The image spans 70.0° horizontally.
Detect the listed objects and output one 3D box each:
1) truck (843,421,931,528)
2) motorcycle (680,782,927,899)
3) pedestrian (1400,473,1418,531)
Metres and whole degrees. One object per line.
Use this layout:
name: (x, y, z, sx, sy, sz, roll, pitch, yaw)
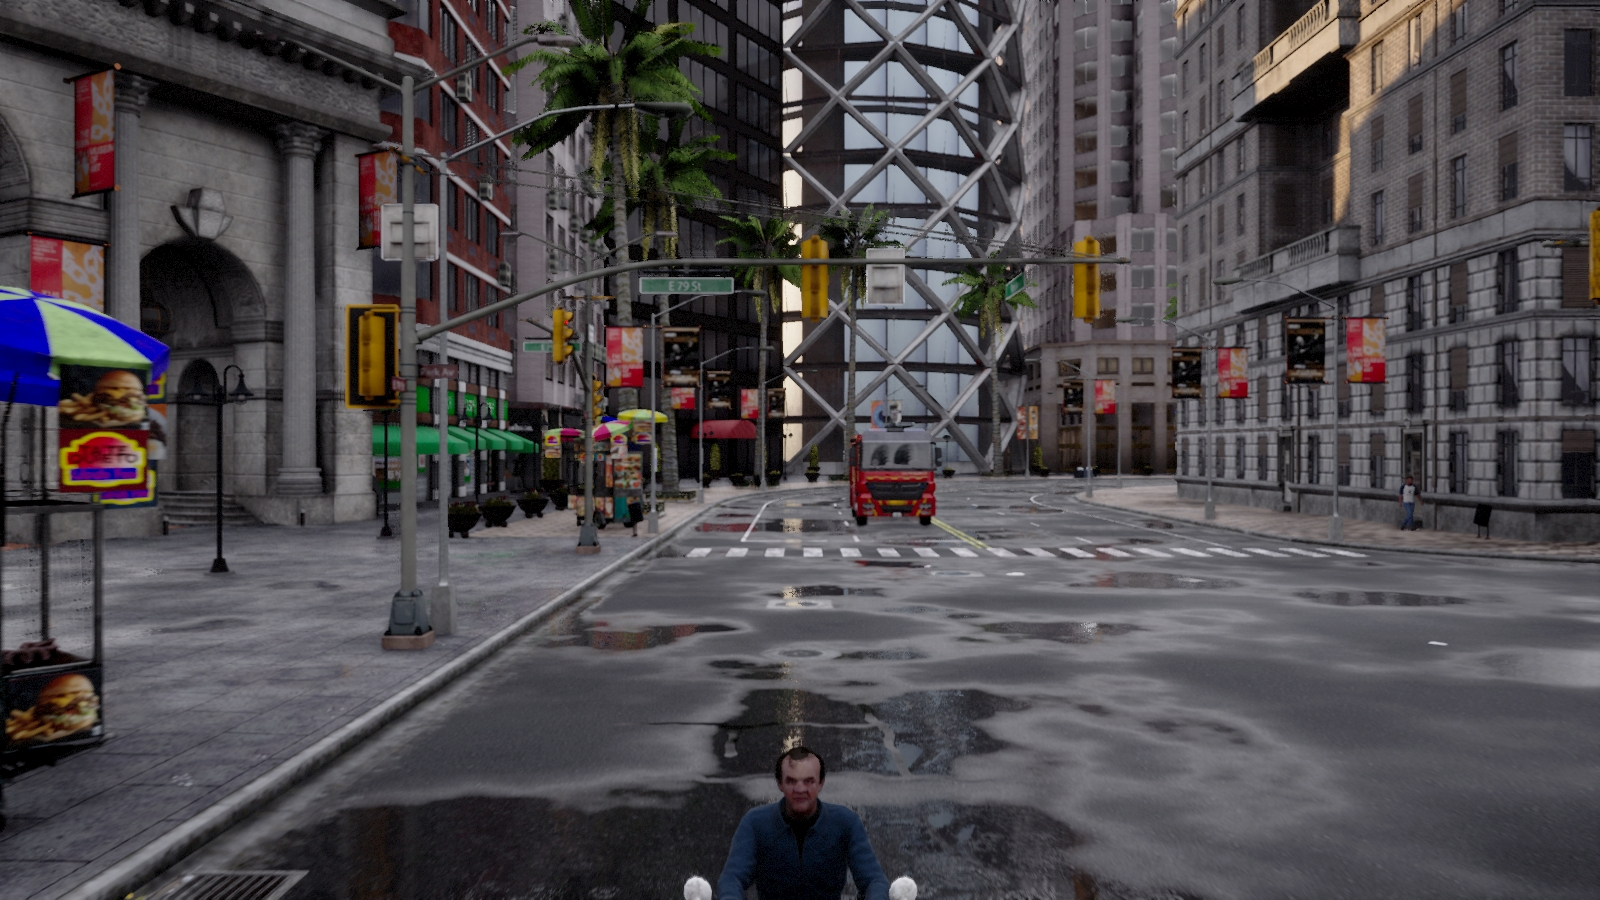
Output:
truck: (3.275, 0.857, 45.112, 2.891, 3.827, 8.468, 0, 0, 0)
motorcycle: (0.012, 2.178, 4.442, 0.856, 1.236, 1.805, 0, 0, 0)
pedestrian: (19.536, 1.669, 36.677, 0.375, 1.860, 0.375, 0, 0, 0)
